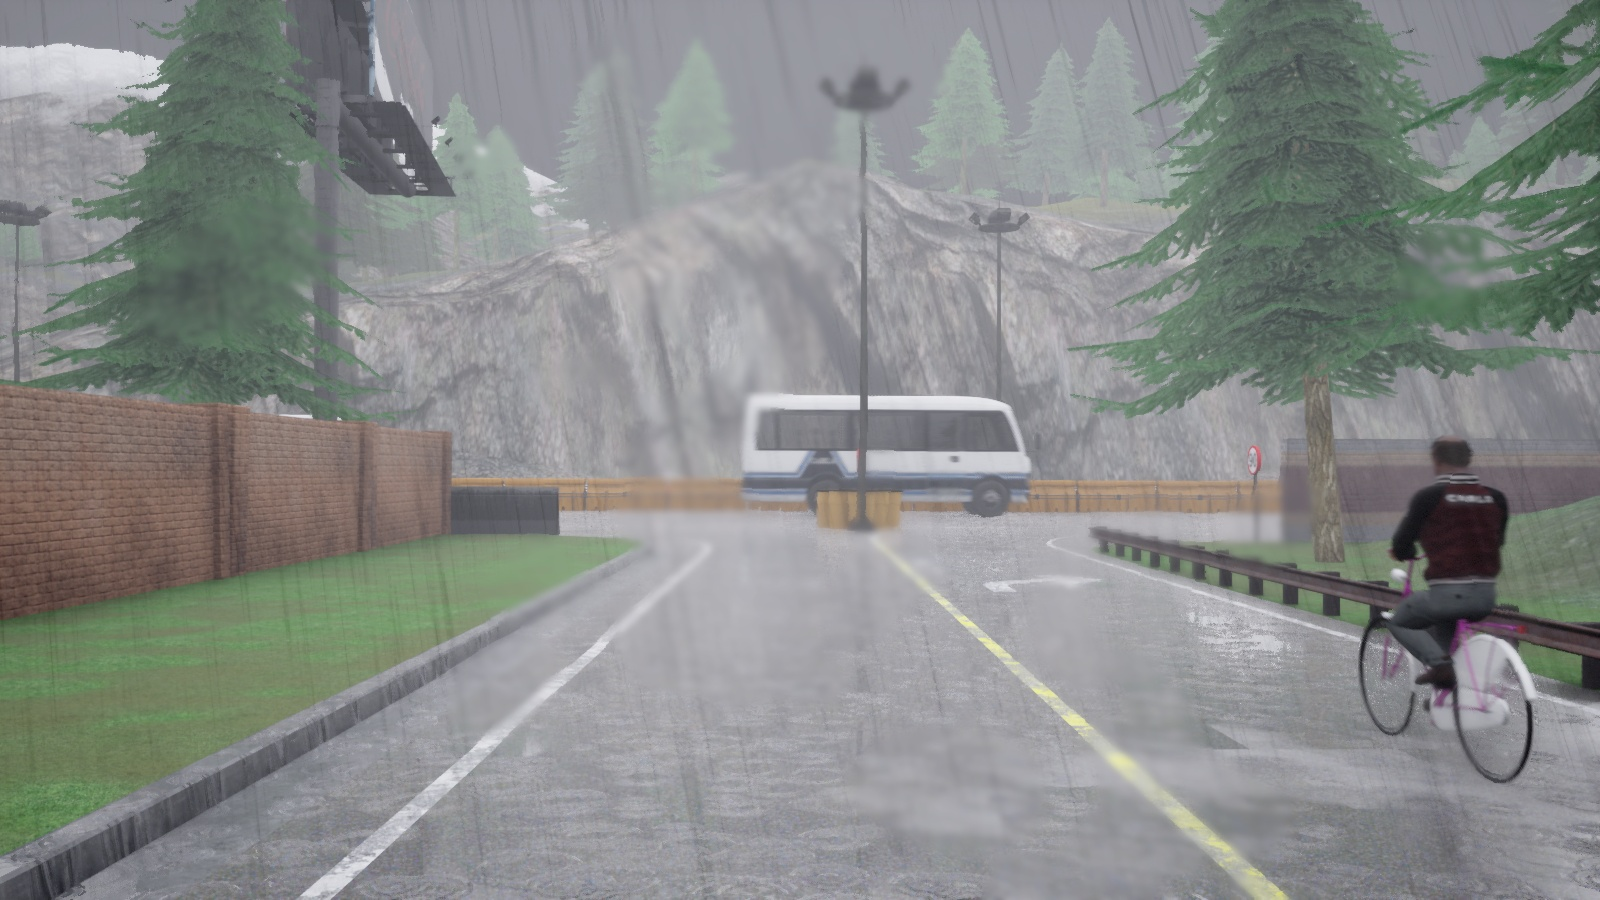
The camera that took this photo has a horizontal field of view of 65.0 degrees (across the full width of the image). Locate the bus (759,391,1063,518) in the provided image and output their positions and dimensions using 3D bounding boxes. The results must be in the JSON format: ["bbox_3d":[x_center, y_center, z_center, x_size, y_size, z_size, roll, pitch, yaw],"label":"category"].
[{"bbox_3d":[3.738,0.187,44.418,10.273,4.253,3.944,0,-1,-1],"label":"bus"}]

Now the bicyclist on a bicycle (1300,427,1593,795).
[{"bbox_3d":[3.491,0.788,6.992,0.659,1.776,1.843,0,-1,0],"label":"bicyclist on a bicycle"}]
